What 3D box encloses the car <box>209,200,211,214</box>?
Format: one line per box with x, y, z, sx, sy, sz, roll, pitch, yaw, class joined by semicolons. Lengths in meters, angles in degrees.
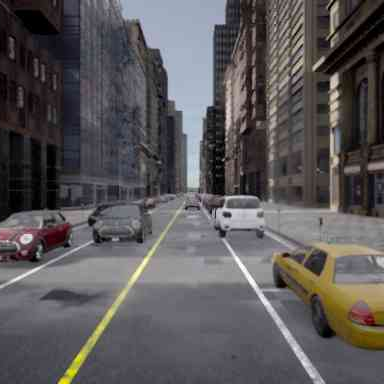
2.750;1.559;28.641;1.802;1.307;4.206;0;0;0;car

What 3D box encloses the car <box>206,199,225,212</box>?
2.746;1.538;39.845;1.947;1.339;4.313;0;0;0;car

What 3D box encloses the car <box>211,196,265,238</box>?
2.388;1.205;17.804;2.150;2.045;5.566;0;0;0;car

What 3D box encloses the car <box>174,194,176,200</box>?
-5.795;1.503;84.647;1.887;1.381;4.507;0;0;0;car

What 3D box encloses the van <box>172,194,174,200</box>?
-5.794;1.301;79.045;1.690;1.788;3.998;0;0;0;van

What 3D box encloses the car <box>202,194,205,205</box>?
2.744;1.411;45.446;1.967;1.590;4.097;0;0;0;car

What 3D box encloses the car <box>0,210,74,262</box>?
-5.770;1.429;11.819;1.967;1.590;4.097;0;0;0;car

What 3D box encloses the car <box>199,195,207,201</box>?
2.730;1.503;84.659;1.887;1.381;4.507;0;0;0;car

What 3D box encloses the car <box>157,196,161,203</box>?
-5.781;1.515;45.432;1.887;1.381;4.507;0;0;0;car

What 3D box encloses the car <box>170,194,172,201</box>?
-5.789;1.508;67.840;1.887;1.381;4.507;0;0;0;car

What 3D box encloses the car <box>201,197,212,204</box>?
2.738;1.547;62.252;1.802;1.307;4.206;0;0;0;car

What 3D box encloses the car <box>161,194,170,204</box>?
-5.788;1.405;62.238;1.967;1.590;4.097;0;0;0;car

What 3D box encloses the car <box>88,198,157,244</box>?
-3.105;1.338;15.747;2.097;1.767;4.553;0;0;0;car

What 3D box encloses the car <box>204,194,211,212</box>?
2.747;1.290;34.242;2.192;1.841;5.009;0;0;0;car

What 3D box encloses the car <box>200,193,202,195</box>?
2.740;1.407;56.649;1.967;1.590;4.097;0;0;0;car

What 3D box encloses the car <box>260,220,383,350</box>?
2.758;1.519;6.405;1.752;1.417;4.829;0;0;0;car

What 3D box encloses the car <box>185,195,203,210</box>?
0.054;1.519;42.999;2.033;1.411;5.357;0;0;0;car

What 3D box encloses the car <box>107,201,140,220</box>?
-5.775;1.543;28.625;1.947;1.339;4.313;0;0;0;car

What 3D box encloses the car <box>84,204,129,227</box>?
-5.773;1.546;23.023;1.947;1.339;4.313;0;0;0;car
